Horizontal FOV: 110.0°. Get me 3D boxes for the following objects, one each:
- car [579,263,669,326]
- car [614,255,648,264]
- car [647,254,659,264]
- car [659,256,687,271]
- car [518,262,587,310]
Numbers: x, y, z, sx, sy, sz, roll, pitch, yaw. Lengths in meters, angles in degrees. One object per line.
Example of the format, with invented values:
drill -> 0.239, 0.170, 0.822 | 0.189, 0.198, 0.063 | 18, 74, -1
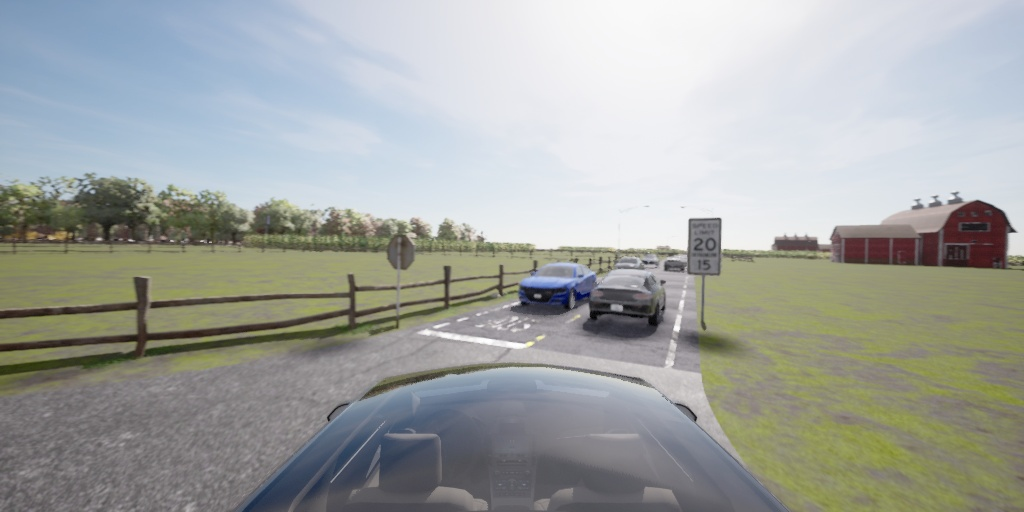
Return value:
car -> 3.727, 1.141, 11.280 | 1.812, 1.442, 4.674 | 1, 1, 27
car -> 9.626, 0.850, 29.357 | 1.837, 1.490, 4.892 | 1, 1, 27
car -> 17.073, 0.511, 43.970 | 2.033, 1.411, 5.357 | 1, 1, 27
car -> 17.512, 0.769, 38.614 | 2.128, 1.511, 4.902 | 1, 1, 27
car -> 1.933, 1.014, 13.987 | 1.882, 1.535, 5.008 | 1, 1, 26
